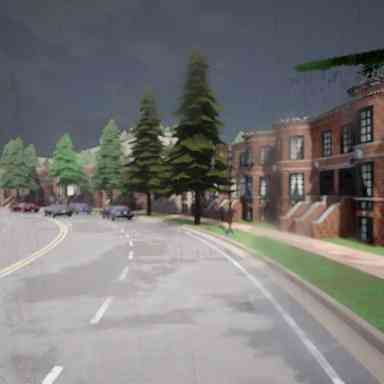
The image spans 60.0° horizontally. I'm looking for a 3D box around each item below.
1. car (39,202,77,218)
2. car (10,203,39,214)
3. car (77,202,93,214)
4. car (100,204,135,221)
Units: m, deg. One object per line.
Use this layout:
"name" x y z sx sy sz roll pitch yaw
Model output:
"car" -14.019 1.898 34.661 1.994 1.385 4.181 0 -1 -39
"car" -21.096 2.002 41.871 4.718 1.301 1.895 0 -1 39
"car" -13.705 1.930 39.706 2.033 1.411 5.357 1 -1 -43
"car" -6.957 1.844 30.628 2.033 1.411 5.357 0 -1 -30
